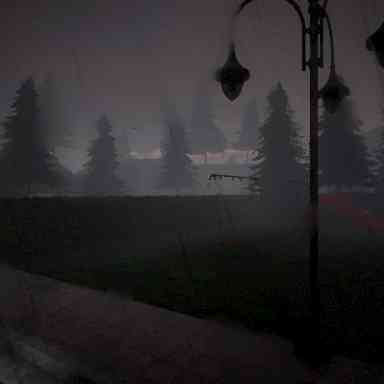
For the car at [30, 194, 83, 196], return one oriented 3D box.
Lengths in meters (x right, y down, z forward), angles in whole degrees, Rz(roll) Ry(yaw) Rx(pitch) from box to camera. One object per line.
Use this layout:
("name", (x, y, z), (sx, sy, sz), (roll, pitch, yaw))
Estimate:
("car", (-7.006, 1.139, 19.700), (2.150, 2.045, 5.566), (0, 0, 36))
